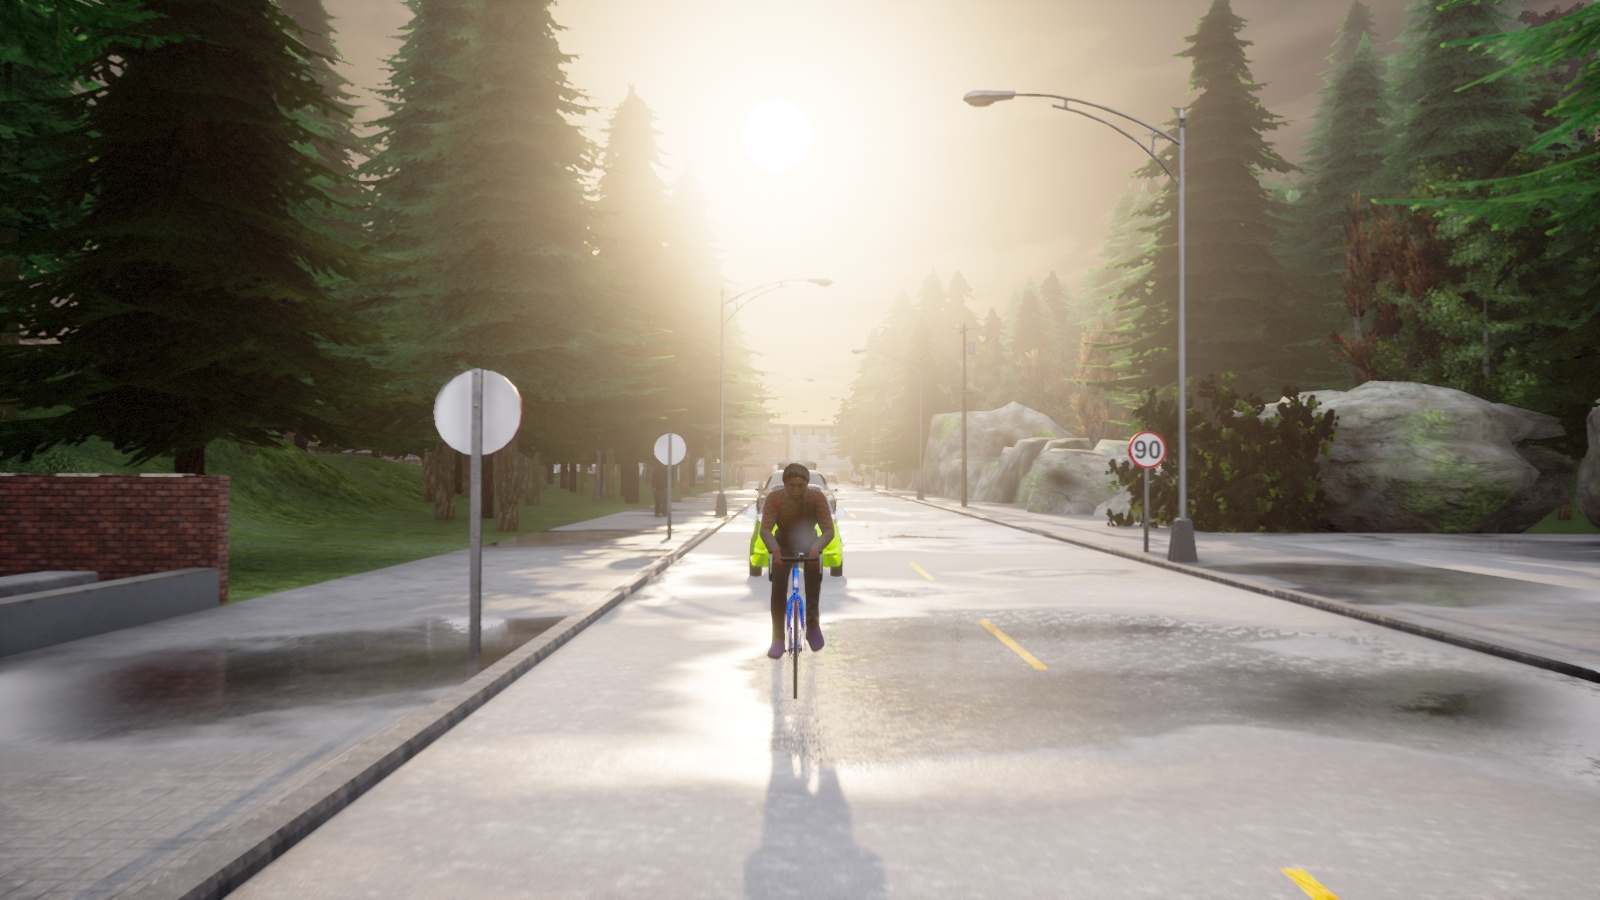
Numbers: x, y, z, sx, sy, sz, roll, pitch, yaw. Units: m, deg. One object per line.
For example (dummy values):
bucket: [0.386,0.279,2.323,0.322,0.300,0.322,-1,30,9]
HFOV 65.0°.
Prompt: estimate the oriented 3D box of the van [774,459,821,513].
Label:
van: [-0.102,1.396,49.283,1.775,1.987,4.442,0,-1,0]

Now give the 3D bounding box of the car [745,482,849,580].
car: [-0.048,1.192,19.178,1.481,1.376,2.207,0,-1,0]

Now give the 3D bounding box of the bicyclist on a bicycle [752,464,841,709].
bicyclist on a bicycle: [-0.023,0.921,9.156,0.582,1.620,1.656,0,-1,0]

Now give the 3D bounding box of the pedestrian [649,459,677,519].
pedestrian: [-4.255,1.193,38.912,0.634,1.844,0.899,0,-1,-23]

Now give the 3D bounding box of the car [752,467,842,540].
car: [-0.077,1.263,30.871,2.033,1.649,4.856,0,-1,0]
